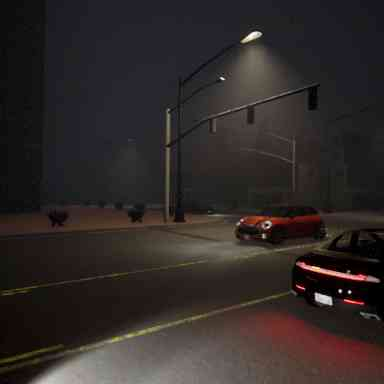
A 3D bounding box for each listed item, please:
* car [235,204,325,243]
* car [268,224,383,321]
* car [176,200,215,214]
[{"bbox_3d":[4.179,1.380,15.600,4.553,1.767,2.097,0,0,-36],"label":"car"},{"bbox_3d":[4.080,1.503,6.715,4.902,1.511,2.128,0,0,-35],"label":"car"},{"bbox_3d":[0.243,1.622,36.043,2.033,1.411,5.357,1,-1,-35],"label":"car"}]
